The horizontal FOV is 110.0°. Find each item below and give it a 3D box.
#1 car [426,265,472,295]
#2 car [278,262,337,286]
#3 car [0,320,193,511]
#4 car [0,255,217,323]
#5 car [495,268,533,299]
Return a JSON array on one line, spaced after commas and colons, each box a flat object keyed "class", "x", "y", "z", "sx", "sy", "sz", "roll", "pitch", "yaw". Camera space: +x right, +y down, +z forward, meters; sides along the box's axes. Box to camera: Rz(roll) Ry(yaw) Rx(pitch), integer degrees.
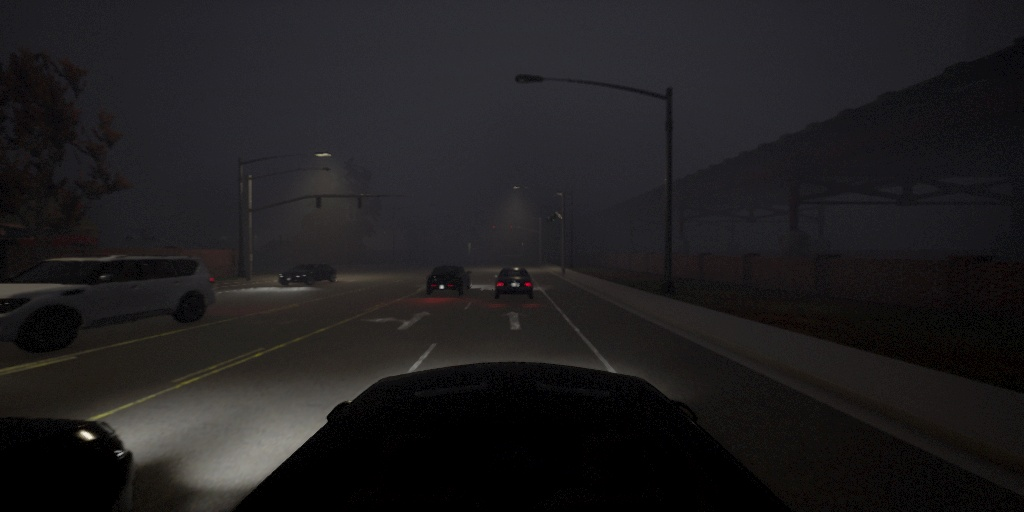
[{"class": "car", "x": -3.406, "y": 1.234, "z": 19.822, "sx": 1.837, "sy": 1.490, "sz": 4.892, "roll": 0, "pitch": 0, "yaw": 0}, {"class": "car", "x": -14.029, "y": 1.216, "z": 24.960, "sx": 1.837, "sy": 1.490, "sz": 4.892, "roll": 0, "pitch": 0, "yaw": 0}, {"class": "car", "x": -3.400, "y": 1.249, "z": 0.321, "sx": 1.837, "sy": 1.490, "sz": 4.892, "roll": 0, "pitch": 0, "yaw": 0}, {"class": "car", "x": -10.601, "y": 0.986, "z": 9.225, "sx": 2.150, "sy": 2.045, "sz": 5.566, "roll": 0, "pitch": 0, "yaw": 0}, {"class": "car", "x": 0.092, "y": 1.286, "z": 18.139, "sx": 2.033, "sy": 1.411, "sz": 5.357, "roll": 0, "pitch": 0, "yaw": 0}]
